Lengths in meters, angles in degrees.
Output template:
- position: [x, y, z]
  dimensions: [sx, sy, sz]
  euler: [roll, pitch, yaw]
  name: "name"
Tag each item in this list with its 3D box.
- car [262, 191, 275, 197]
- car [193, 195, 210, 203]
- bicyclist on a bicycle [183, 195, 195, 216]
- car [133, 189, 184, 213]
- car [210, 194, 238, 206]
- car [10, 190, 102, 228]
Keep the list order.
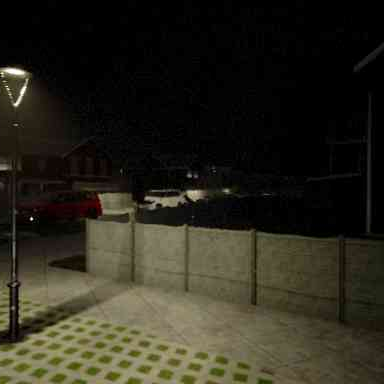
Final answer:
- position: [13.635, 0.563, 59.117]
  dimensions: [2.128, 1.511, 4.902]
  euler: [1, 1, 18]
  name: "car"
- position: [1.879, 1.040, 37.765]
  dimensions: [1.895, 1.301, 4.718]
  euler: [1, 1, 27]
  name: "car"
- position: [-0.276, 1.006, 21.703]
  dimensions: [1.656, 1.620, 0.582]
  euler: [0, 1, 31]
  name: "bicyclist on a bicycle"
- position: [-2.801, 0.801, 29.116]
  dimensions: [2.150, 2.045, 5.566]
  euler: [1, 1, 30]
  name: "car"
- position: [4.040, 0.988, 35.480]
  dimensions: [1.837, 1.490, 4.892]
  euler: [1, 1, 27]
  name: "car"
- position: [-7.995, 0.938, 20.254]
  dimensions: [2.150, 2.045, 5.566]
  euler: [1, 1, 31]
  name: "car"
